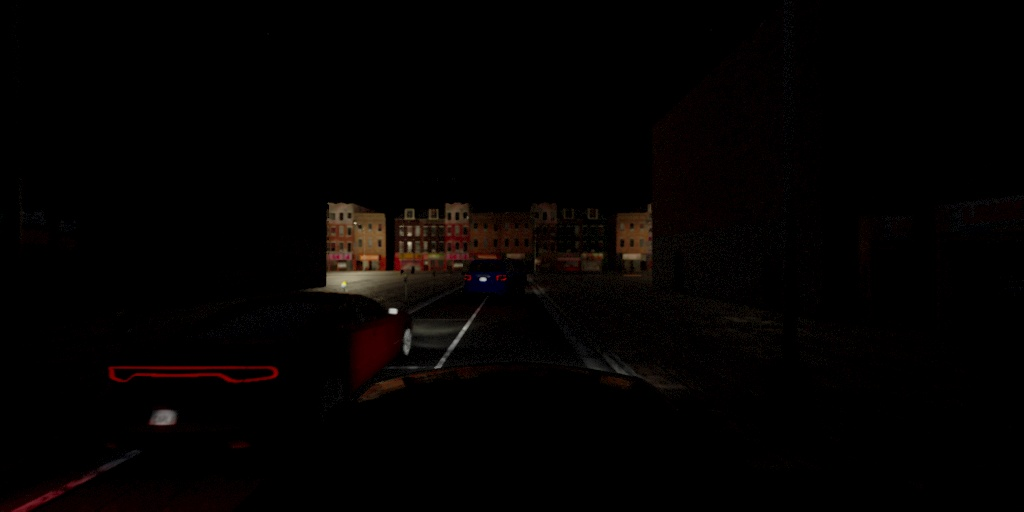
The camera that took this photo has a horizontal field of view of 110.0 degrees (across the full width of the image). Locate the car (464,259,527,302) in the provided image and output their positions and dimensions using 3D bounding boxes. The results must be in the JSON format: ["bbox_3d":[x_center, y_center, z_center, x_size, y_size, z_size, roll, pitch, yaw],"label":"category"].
[{"bbox_3d":[-0.755,1.190,18.691,2.150,2.045,5.566,0,-1,12],"label":"car"}]

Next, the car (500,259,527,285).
[{"bbox_3d":[0.122,1.358,31.442,2.150,2.045,5.566,0,-1,0],"label":"car"}]

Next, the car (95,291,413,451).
[{"bbox_3d":[-3.010,1.277,5.583,1.882,1.535,5.008,0,-1,0],"label":"car"}]
